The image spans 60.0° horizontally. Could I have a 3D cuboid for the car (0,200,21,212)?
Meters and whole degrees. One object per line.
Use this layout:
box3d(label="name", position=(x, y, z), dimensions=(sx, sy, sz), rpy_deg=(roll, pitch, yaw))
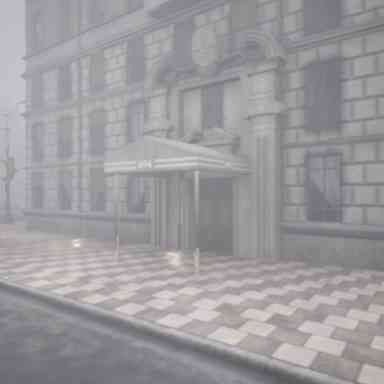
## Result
box3d(label="car", position=(-22.780, 1.714, 39.259), dimensions=(1.812, 1.442, 4.674), rpy_deg=(0, 0, 36))
